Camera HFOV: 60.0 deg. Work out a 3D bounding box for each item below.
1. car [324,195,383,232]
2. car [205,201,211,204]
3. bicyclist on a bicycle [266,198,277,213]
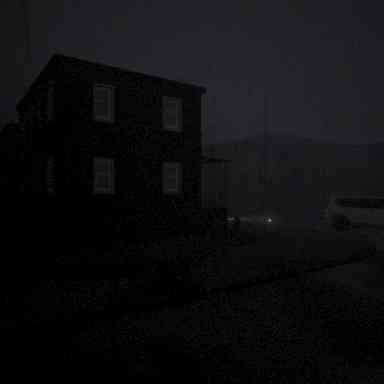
[{"bbox_3d":[10.095,1.222,18.100,2.150,2.045,5.566,0,0,-39],"label":"car"},{"bbox_3d":[0.961,1.525,30.624,1.812,1.442,4.674,0,0,-35],"label":"car"},{"bbox_3d":[8.304,1.348,34.786,1.656,1.620,0.582,0,0,-35],"label":"bicyclist on a bicycle"}]
